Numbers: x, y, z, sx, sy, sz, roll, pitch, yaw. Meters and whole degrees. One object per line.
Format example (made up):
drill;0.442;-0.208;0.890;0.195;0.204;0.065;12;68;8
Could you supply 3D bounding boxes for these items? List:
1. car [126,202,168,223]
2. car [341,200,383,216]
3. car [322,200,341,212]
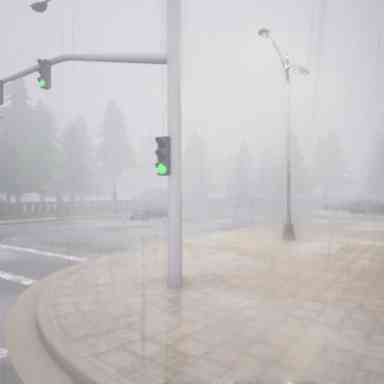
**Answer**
car;-3.052;1.573;26.621;2.128;1.511;4.902;-1;0;42
car;17.282;1.470;31.806;4.902;1.511;2.128;0;-1;-17
car;17.495;1.575;39.009;4.181;1.385;1.994;0;0;-13
